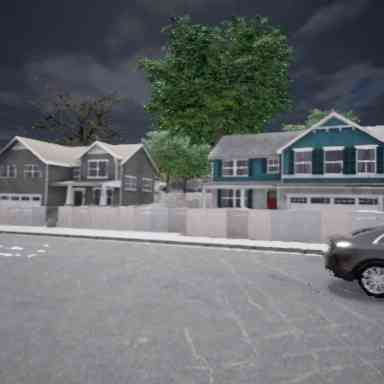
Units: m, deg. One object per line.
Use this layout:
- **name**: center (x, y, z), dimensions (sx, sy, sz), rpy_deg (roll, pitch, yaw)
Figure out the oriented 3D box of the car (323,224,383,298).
- **car**: center (5.351, 1.397, 6.865), dimensions (4.892, 1.490, 1.837), rpy_deg (0, -2, 26)
